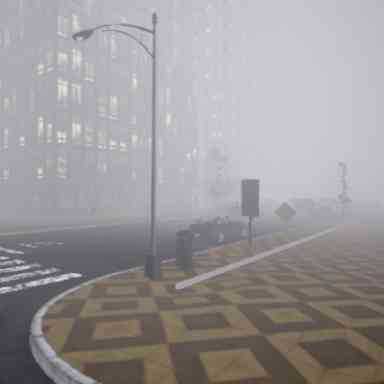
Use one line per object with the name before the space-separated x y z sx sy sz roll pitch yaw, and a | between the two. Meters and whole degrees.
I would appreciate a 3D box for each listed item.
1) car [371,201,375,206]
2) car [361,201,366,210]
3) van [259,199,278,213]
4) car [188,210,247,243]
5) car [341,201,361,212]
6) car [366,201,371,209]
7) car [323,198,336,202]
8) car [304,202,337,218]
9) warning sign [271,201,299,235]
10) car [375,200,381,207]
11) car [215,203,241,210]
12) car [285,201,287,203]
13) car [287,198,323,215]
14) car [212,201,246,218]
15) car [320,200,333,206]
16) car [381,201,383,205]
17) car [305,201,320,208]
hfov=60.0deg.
car | 33.575 2.473 64.472 1.947 1.339 4.313 0 -1 35
car | 27.138 2.379 55.203 1.802 1.307 4.206 0 -1 35
van | 10.603 1.899 46.088 1.690 1.788 3.998 0 -1 35
car | 1.496 1.899 18.056 2.008 1.369 4.403 0 -1 35
car | 23.920 2.307 50.568 1.947 1.339 4.313 0 -1 35
car | 30.357 2.292 59.838 1.967 1.590 4.097 0 -1 35
car | 20.082 1.911 49.740 2.150 2.045 5.566 1 0 35
car | 14.263 2.140 36.665 1.947 1.339 4.313 0 -1 35
warning sign | 5.620 1.523 20.016 1.300 1.860 1.060 1 1 35
car | 40.013 2.584 73.741 1.947 1.339 4.313 0 -1 35
car | 3.333 1.941 31.058 1.812 1.442 4.674 1 0 35
car | 14.729 1.875 47.293 2.150 2.045 5.566 1 0 35
car | 14.033 1.806 40.955 2.150 2.045 5.566 1 0 35
car | 4.168 1.886 36.821 1.967 1.590 4.097 0 -1 35
car | 29.909 2.457 73.885 1.947 1.339 4.313 0 -1 35
car | 46.450 2.672 83.009 1.887 1.381 4.507 0 -1 35
car | 23.474 2.362 64.619 1.802 1.307 4.206 0 -1 35
